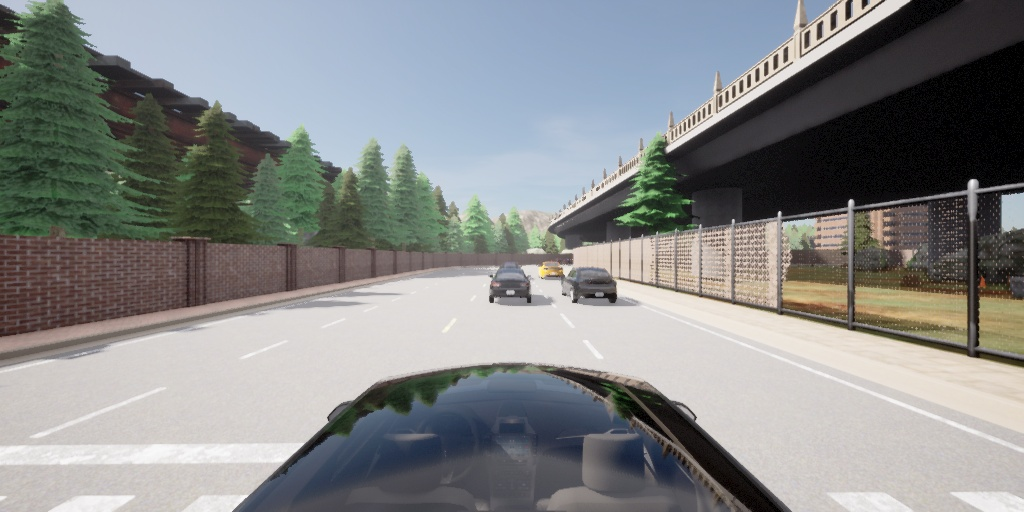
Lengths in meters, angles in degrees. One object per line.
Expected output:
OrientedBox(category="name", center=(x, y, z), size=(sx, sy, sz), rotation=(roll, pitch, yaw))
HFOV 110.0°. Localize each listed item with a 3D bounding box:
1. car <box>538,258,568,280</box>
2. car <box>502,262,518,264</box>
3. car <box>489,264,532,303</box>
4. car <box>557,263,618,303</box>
OrientedBox(category="car", center=(3.345, 1.235, 31.528), size=(1.882, 1.535, 5.008), rotation=(0, 0, 0))
OrientedBox(category="car", center=(-0.155, 1.245, 31.509), size=(2.128, 1.511, 4.902), rotation=(0, 0, 0))
OrientedBox(category="car", center=(-0.074, 1.283, 16.510), size=(1.812, 1.442, 4.674), rotation=(0, 0, 0))
OrientedBox(category="car", center=(3.426, 1.266, 16.528), size=(1.837, 1.490, 4.892), rotation=(0, 0, 0))
